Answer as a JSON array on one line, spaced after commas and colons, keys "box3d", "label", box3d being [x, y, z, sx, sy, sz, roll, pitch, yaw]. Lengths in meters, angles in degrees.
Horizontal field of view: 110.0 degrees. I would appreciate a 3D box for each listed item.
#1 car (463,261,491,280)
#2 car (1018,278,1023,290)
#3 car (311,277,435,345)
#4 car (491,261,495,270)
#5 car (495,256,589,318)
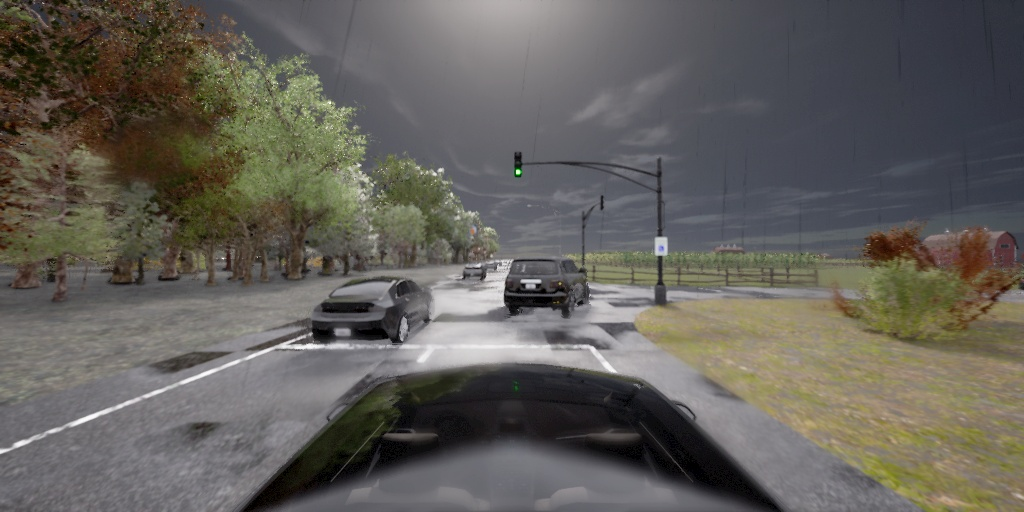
[{"box3d": [-3.393, 1.386, 33.176, 2.128, 1.511, 4.902, 0, 0, 0], "label": "car"}, {"box3d": [33.062, 1.677, 21.007, 4.902, 1.511, 2.128, 1, -1, 0], "label": "car"}, {"box3d": [-3.399, 1.293, 9.644, 1.837, 1.490, 4.892, 0, 0, 0], "label": "car"}, {"box3d": [-3.390, 1.489, 57.020, 2.128, 1.511, 4.902, 0, 0, 0], "label": "car"}, {"box3d": [1.475, 1.029, 13.631, 2.150, 2.045, 5.566, -1, 0, 19], "label": "car"}]
